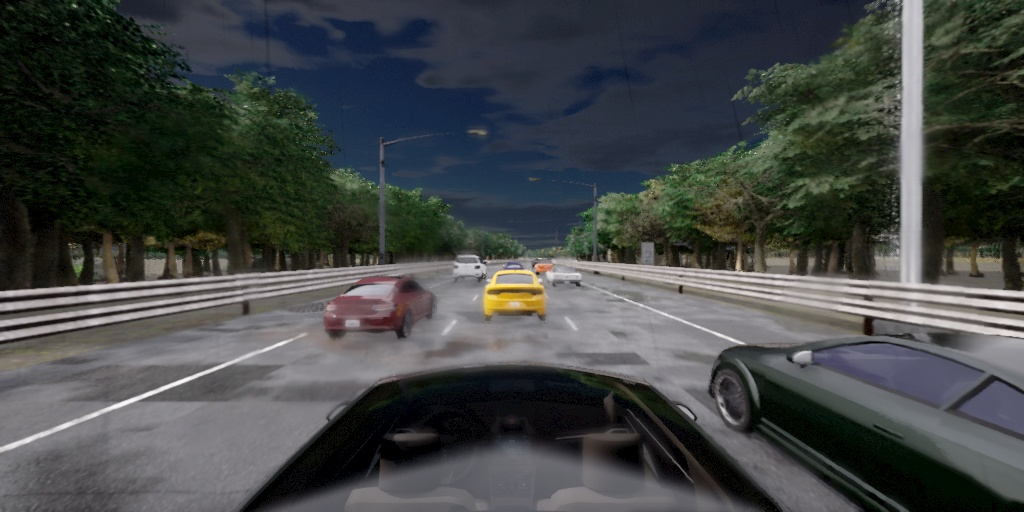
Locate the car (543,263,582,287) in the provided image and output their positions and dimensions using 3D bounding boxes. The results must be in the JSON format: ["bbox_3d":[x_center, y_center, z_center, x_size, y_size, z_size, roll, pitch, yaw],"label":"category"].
[{"bbox_3d":[3.517,1.367,24.936,1.895,1.301,4.718,0,0,0],"label":"car"}]

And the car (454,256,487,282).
[{"bbox_3d":[-3.345,1.009,29.357,2.150,2.045,5.566,0,0,1],"label":"car"}]

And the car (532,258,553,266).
[{"bbox_3d":[3.726,1.171,40.813,2.097,1.767,4.553,0,0,1],"label":"car"}]

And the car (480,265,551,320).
[{"bbox_3d":[0.100,1.231,12.679,1.882,1.535,5.008,0,0,0],"label":"car"}]

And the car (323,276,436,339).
[{"bbox_3d":[-3.414,1.277,9.966,1.812,1.442,4.674,0,0,0],"label":"car"}]

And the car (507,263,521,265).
[{"bbox_3d":[0.178,1.319,31.089,1.812,1.442,4.674,0,0,1],"label":"car"}]

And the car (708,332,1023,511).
[{"bbox_3d":[3.500,1.305,2.885,1.994,1.385,4.181,0,0,0],"label":"car"}]
